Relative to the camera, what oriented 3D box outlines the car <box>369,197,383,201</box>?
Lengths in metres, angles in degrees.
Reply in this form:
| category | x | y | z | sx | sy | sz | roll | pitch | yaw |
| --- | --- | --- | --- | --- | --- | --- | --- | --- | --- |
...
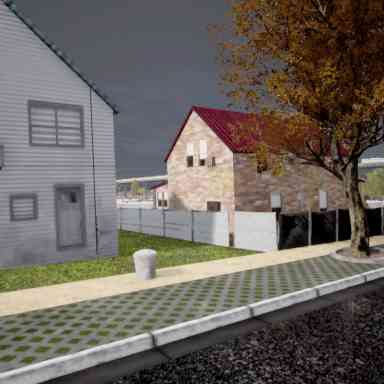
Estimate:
| category | x | y | z | sx | sy | sz | roll | pitch | yaw |
| --- | --- | --- | --- | --- | --- | --- | --- | --- | --- |
| car | 31.794 | 1.857 | 54.927 | 1.895 | 1.301 | 4.718 | -2 | 0 | 1 |

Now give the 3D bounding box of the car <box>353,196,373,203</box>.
| category | x | y | z | sx | sy | sz | roll | pitch | yaw |
| --- | --- | --- | --- | --- | --- | --- | --- | --- | --- |
| car | 38.507 | 1.583 | 74.956 | 1.837 | 1.490 | 4.892 | -2 | 0 | 0 |

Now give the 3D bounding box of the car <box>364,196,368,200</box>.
| category | x | y | z | sx | sy | sz | roll | pitch | yaw |
| --- | --- | --- | --- | --- | --- | --- | --- | --- | --- |
| car | 28.591 | 1.747 | 59.011 | 2.097 | 1.767 | 4.553 | -2 | 0 | 1 |

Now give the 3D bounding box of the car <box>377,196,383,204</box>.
| category | x | y | z | sx | sy | sz | roll | pitch | yaw |
| --- | --- | --- | --- | --- | --- | --- | --- | --- | --- |
| car | 38.426 | 1.623 | 64.529 | 2.128 | 1.511 | 4.902 | -2 | 0 | 0 |
